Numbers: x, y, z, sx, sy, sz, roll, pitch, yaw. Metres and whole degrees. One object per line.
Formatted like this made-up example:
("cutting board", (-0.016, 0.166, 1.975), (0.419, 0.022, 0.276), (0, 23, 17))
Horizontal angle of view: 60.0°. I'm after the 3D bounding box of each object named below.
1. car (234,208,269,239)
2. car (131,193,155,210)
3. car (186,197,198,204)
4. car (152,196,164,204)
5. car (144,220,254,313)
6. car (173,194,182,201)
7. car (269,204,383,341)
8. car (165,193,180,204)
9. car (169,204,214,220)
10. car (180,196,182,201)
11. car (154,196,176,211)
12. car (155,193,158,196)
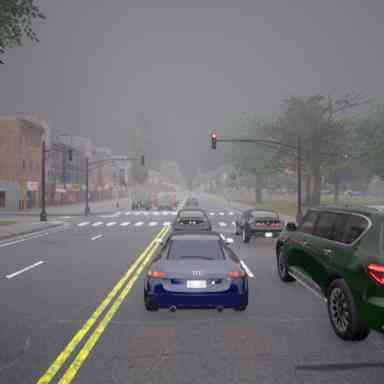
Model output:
("car", (3.262, 1.576, 16.503), (1.837, 1.490, 4.892), (0, 0, 0))
("car", (-6.690, 1.317, 44.812), (2.150, 2.045, 5.566), (0, 0, 0))
("car", (-0.009, 1.507, 55.768), (2.128, 1.511, 4.902), (0, 1, 0))
("car", (-6.673, 1.455, 64.824), (1.812, 1.442, 4.674), (0, 1, 0))
("car", (0.065, 1.581, 7.787), (1.994, 1.385, 4.181), (0, 0, 0))
("car", (-3.403, 1.329, 77.061), (1.812, 1.442, 4.674), (0, 1, 0))
("car", (3.314, 1.233, 6.641), (2.150, 2.045, 5.566), (0, 0, 0))
("car", (-3.450, 1.260, 52.730), (2.150, 2.045, 5.566), (0, 1, 0))
("car", (0.008, 1.577, 16.675), (1.837, 1.490, 4.892), (0, 0, 1))
("car", (-3.431, 1.296, 63.223), (2.097, 1.767, 4.553), (0, 1, 0))
("car", (-3.432, 1.609, 42.865), (1.837, 1.490, 4.892), (0, 0, 0))
("car", (-6.694, 1.241, 55.067), (2.150, 2.045, 5.566), (0, 1, 0))
